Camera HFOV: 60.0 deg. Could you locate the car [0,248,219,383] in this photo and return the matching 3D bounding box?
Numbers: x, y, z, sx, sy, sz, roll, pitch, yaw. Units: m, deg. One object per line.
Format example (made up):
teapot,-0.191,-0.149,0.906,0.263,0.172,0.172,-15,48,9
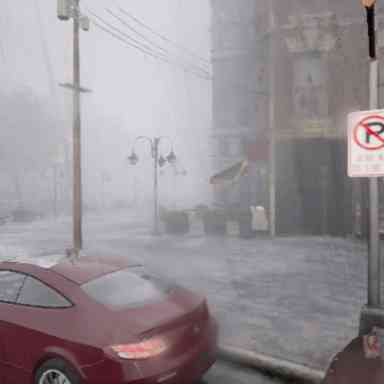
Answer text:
car,-1.919,1.515,4.460,4.674,1.452,2.002,0,0,29
